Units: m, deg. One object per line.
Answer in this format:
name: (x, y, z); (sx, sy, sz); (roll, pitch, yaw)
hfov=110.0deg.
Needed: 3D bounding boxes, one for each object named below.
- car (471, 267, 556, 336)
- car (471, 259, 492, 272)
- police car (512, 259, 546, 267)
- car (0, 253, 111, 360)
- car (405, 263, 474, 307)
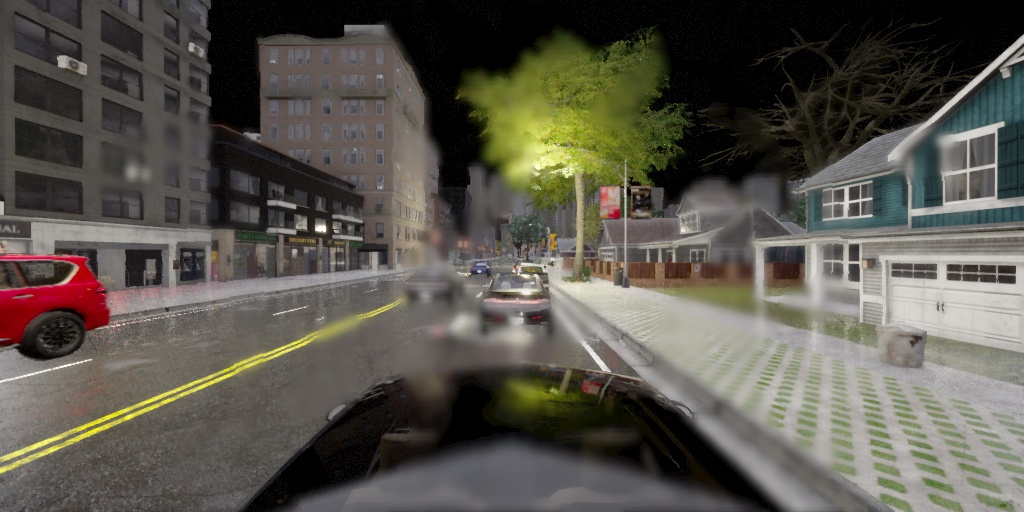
car: (0.138, 1.238, 10.384); (2.128, 1.511, 4.902); (0, 0, 0)
car: (-2.998, 1.250, 35.337); (1.812, 1.442, 4.674); (0, 0, 0)
police car: (1.059, 1.164, 20.633); (1.930, 1.638, 5.238); (0, 0, 0)
car: (-9.833, 0.971, 5.431); (2.150, 2.045, 5.566); (0, 0, 0)
car: (-3.090, 1.235, 15.326); (2.128, 1.511, 4.902); (0, 0, 0)
